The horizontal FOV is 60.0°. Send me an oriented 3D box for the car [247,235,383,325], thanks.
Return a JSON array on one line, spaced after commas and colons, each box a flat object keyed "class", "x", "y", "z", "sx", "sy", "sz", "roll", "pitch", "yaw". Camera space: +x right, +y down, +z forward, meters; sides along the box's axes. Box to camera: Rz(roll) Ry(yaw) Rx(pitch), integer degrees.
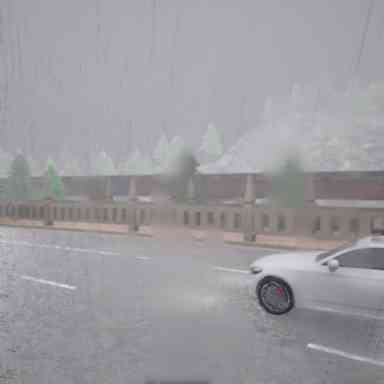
[{"class": "car", "x": 3.254, "y": 1.495, "z": 5.781, "sx": 4.674, "sy": 1.442, "sz": 1.812, "roll": 0, "pitch": 0, "yaw": 36}]
